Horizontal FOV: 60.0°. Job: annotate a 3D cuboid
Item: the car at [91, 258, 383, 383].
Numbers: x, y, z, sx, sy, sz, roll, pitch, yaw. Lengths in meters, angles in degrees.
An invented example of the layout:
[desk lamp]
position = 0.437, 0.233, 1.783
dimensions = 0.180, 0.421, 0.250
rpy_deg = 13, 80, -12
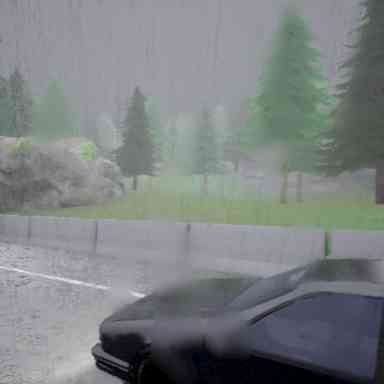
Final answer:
[car]
position = 1.569, 1.374, 2.927
dimensions = 5.357, 1.411, 2.033
rpy_deg = 0, 3, 32
